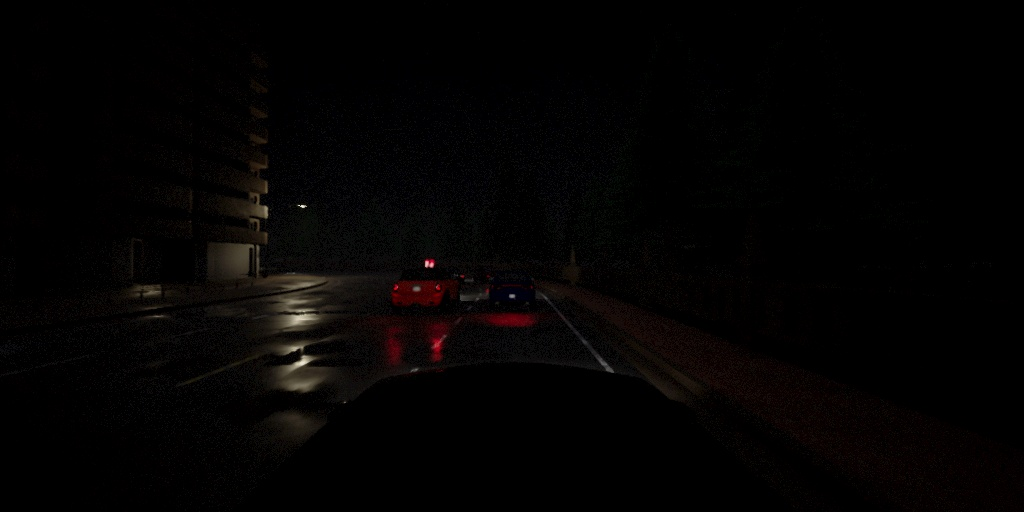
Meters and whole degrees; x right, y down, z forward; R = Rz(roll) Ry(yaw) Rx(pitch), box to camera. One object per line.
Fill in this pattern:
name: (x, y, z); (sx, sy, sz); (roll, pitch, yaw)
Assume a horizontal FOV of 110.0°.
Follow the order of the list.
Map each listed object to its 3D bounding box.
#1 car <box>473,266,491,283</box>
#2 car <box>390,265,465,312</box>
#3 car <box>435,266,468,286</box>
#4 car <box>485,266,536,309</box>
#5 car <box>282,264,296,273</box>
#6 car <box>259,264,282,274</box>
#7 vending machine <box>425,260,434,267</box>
car: (-2.193, 1.605, 31.822); (1.812, 1.442, 4.674); (0, 0, -18)
car: (-3.491, 1.249, 15.259); (2.097, 1.767, 4.553); (0, -1, 0)
car: (-5.126, 1.603, 29.643); (2.033, 1.411, 5.357); (0, -1, -17)
car: (0.008, 1.384, 16.071); (1.882, 1.535, 5.008); (0, 0, 0)
car: (-35.650, 1.875, 54.422); (5.357, 1.411, 2.033); (0, -1, 14)
car: (-35.651, 1.888, 50.773); (4.718, 1.301, 1.895); (0, -1, 15)
vending machine: (-12.517, 1.523, 54.496); (0.880, 2.100, 1.100); (0, 0, 41)
